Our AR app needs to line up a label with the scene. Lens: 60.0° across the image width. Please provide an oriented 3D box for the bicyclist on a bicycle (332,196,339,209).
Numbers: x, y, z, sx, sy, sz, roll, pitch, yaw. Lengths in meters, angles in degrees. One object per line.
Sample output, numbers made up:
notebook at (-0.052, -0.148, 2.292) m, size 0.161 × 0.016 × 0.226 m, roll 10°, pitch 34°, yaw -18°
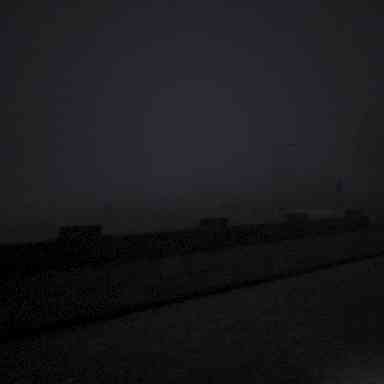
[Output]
bicyclist on a bicycle at (18.258, 1.332, 42.308) m, size 1.656 × 1.620 × 0.582 m, roll 0°, pitch 0°, yaw -36°

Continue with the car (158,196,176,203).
car at (-5.115, 1.462, 67.652) m, size 1.882 × 1.535 × 5.008 m, roll 0°, pitch 0°, yaw -36°

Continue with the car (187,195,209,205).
car at (1.016, 1.336, 59.138) m, size 2.097 × 1.767 × 4.553 m, roll 0°, pitch 0°, yaw -35°
